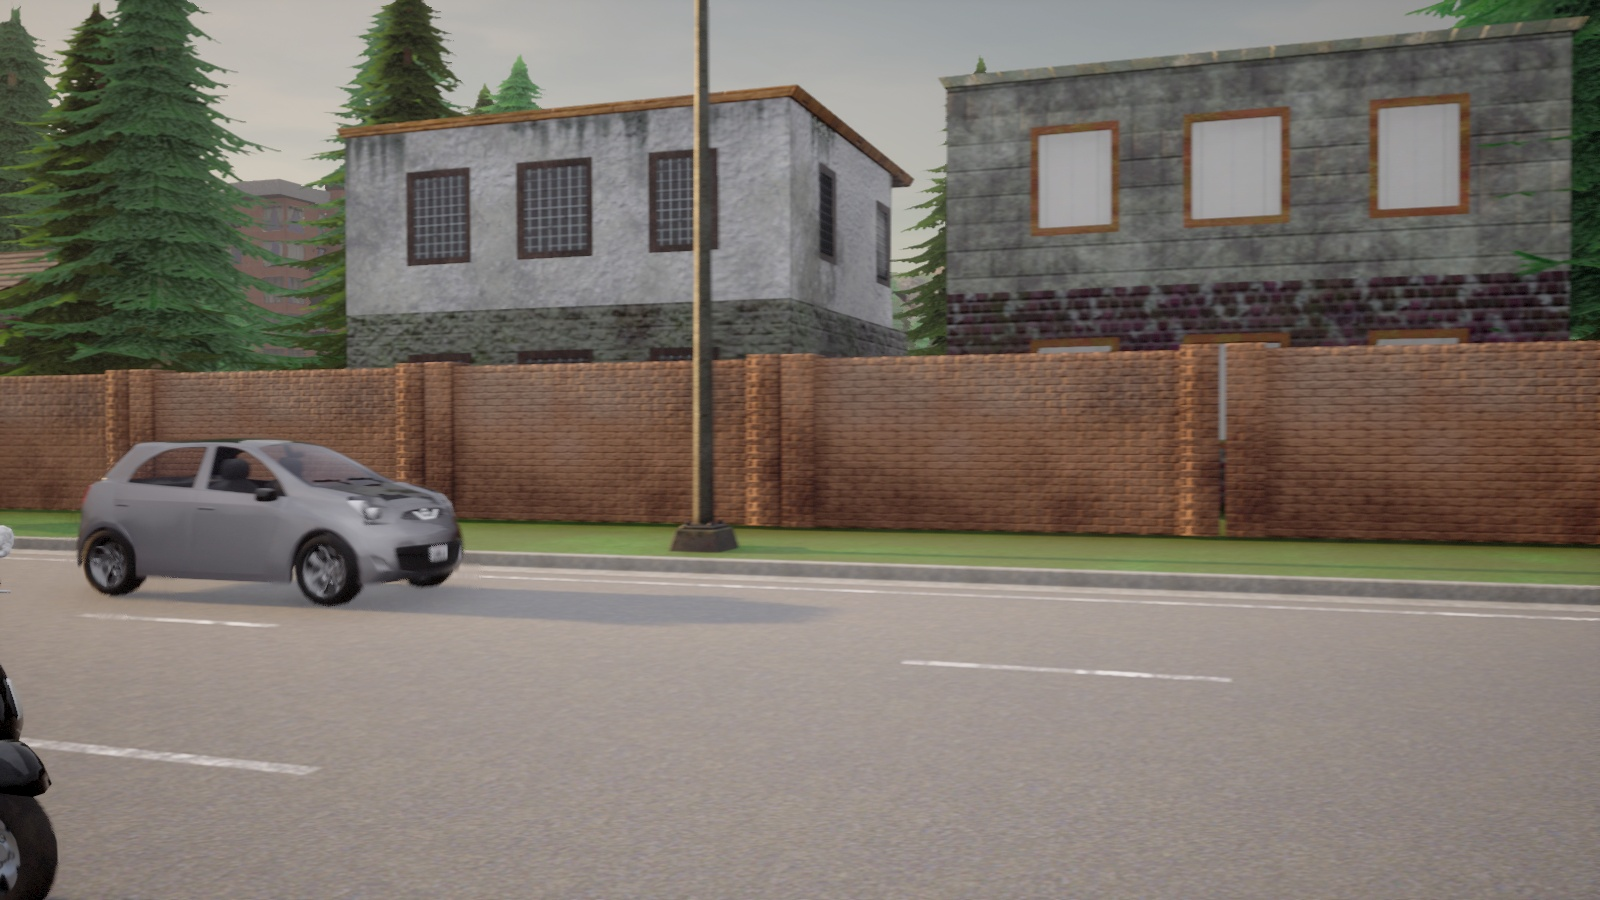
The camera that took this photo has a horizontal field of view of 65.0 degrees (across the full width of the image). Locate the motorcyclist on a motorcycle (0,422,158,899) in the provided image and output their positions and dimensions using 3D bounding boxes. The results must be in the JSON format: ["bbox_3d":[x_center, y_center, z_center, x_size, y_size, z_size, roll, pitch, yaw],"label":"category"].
[{"bbox_3d":[-3.257,0.699,4.288,1.817,1.590,0.866,1,1,19],"label":"motorcyclist on a motorcycle"}]

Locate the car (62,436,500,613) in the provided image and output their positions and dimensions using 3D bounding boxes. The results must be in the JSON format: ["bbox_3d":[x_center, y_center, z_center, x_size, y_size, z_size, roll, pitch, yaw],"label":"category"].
[{"bbox_3d":[-5.018,0.625,12.266,3.633,1.501,1.845,1,1,19],"label":"car"}]
